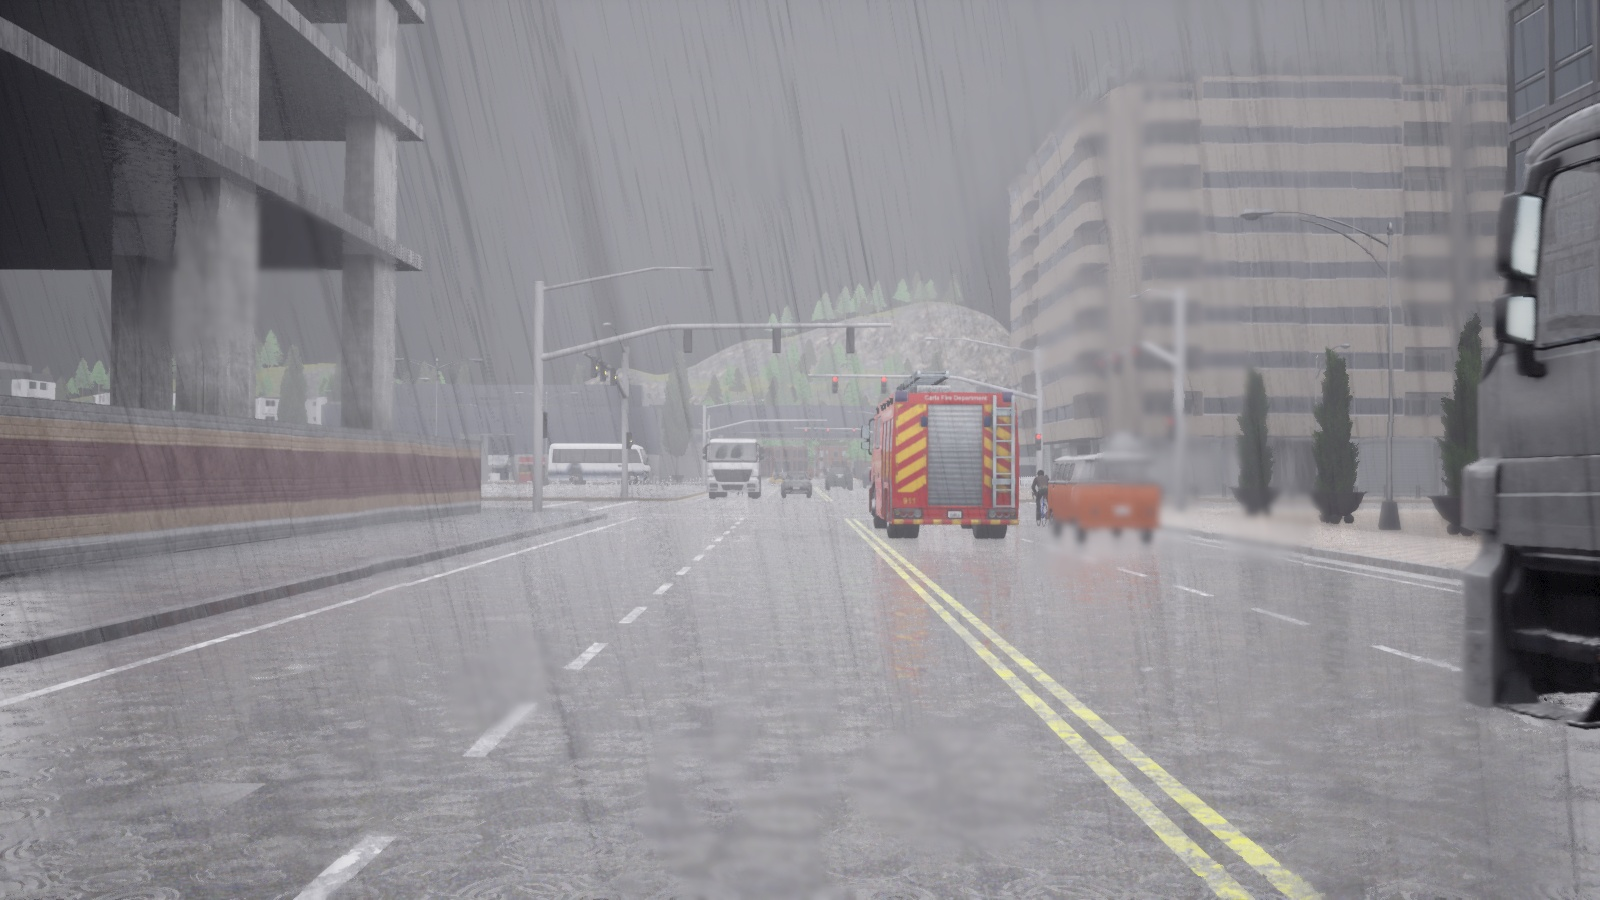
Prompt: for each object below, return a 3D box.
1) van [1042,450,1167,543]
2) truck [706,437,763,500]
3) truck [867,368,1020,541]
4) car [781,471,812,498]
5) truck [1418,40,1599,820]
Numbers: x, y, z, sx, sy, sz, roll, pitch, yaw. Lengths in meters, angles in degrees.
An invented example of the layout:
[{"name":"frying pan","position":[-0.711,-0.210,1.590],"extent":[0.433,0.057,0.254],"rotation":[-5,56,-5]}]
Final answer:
[{"name":"van","position":[6.924,1.025,29.000],"extent":[1.775,1.987,4.442],"rotation":[0,-1,0]},{"name":"truck","position":[-3.691,1.064,72.659],"extent":[2.891,3.462,7.936],"rotation":[0,-1,0]},{"name":"truck","position":[3.412,0.173,32.061],"extent":[2.891,3.827,8.468],"rotation":[0,-1,0]},{"name":"car","position":[-0.190,2.029,73.717],"extent":[1.789,1.549,3.705],"rotation":[0,-1,0]},{"name":"truck","position":[5.673,-0.137,3.139],"extent":[2.891,3.462,7.936],"rotation":[0,-1,-15]}]
